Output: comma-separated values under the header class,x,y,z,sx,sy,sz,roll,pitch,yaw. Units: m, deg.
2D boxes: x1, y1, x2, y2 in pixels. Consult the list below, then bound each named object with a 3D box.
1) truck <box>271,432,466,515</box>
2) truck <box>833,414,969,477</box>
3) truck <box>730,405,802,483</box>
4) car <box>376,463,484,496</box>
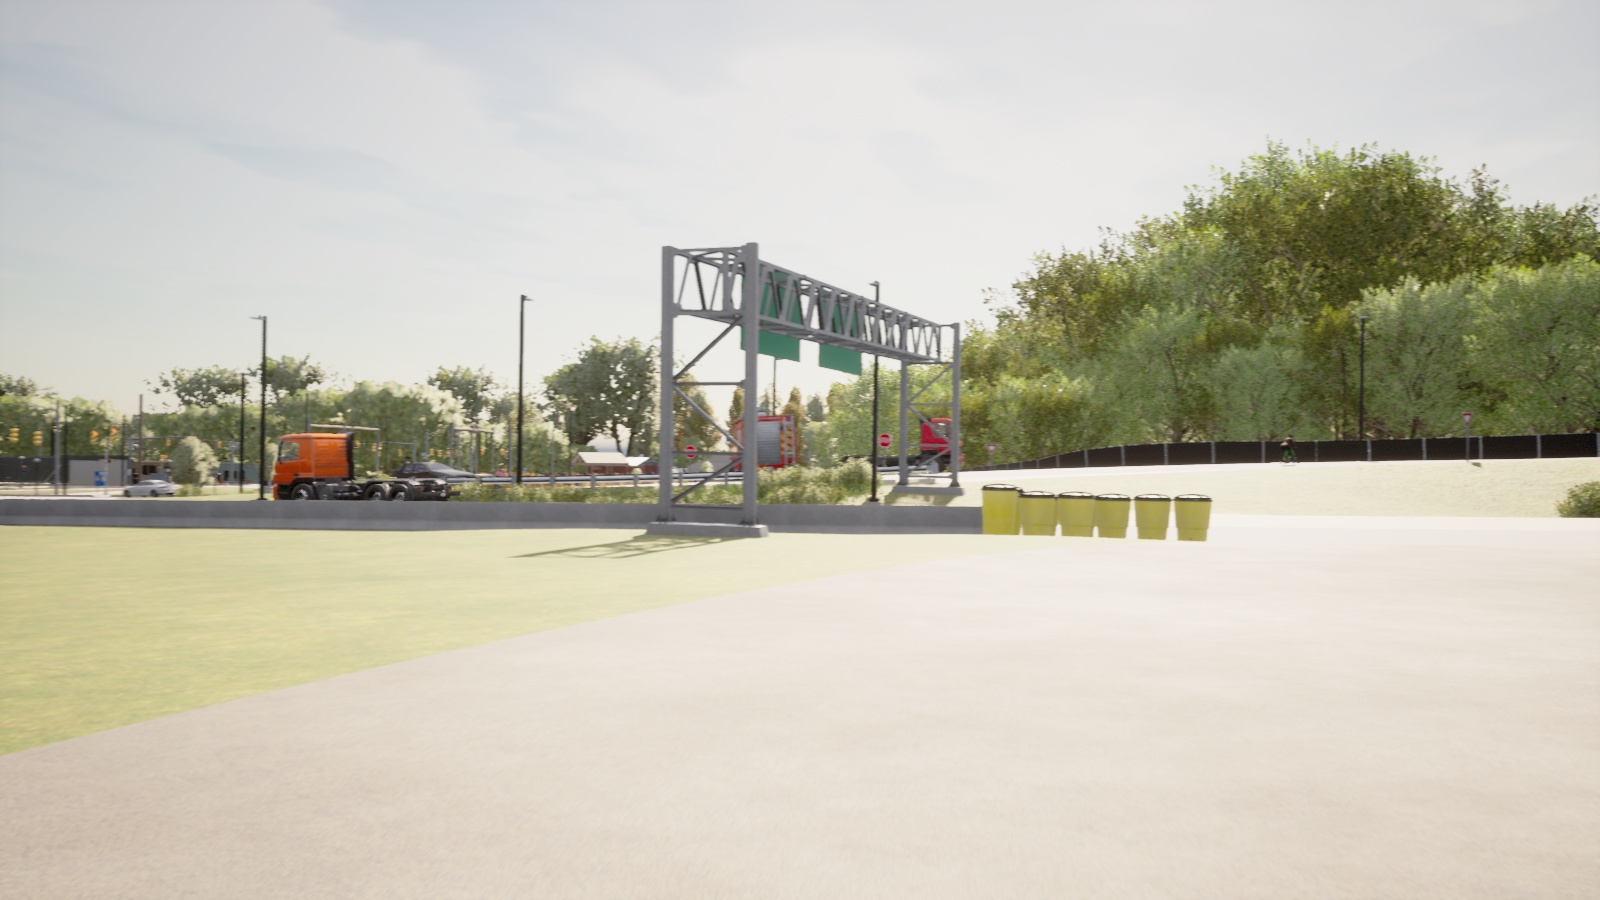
class,x,y,z,sx,sy,sz,roll,pitch,yaw
truck,-18.936,1.062,55.121,7.936,3.462,2.891,-1,0,19
truck,6.347,-0.227,78.477,7.936,3.462,2.891,-3,-1,14
truck,-1.986,-0.201,69.094,2.891,3.827,8.468,-3,-2,-7
car,-18.283,1.461,61.976,5.357,1.411,2.033,-3,-2,31
